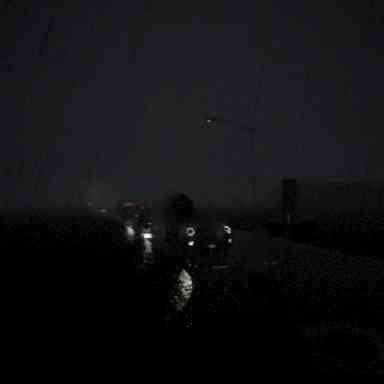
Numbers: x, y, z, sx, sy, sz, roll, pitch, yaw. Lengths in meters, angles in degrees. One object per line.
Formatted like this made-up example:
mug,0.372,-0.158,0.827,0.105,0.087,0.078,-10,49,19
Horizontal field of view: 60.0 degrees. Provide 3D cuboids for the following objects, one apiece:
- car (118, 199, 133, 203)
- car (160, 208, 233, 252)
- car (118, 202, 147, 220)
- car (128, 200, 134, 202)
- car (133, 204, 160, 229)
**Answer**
car,-10.735,2.178,54.391,2.150,2.045,5.566,-1,-1,-22
car,0.165,1.578,15.197,2.097,1.767,4.553,-1,-1,-16
car,-6.272,2.113,35.081,2.128,1.511,4.902,-1,-1,-20
car,-6.810,2.239,44.760,2.128,1.511,4.902,-1,-1,-21
car,-2.990,1.932,25.469,1.837,1.490,4.892,-1,-1,-18
